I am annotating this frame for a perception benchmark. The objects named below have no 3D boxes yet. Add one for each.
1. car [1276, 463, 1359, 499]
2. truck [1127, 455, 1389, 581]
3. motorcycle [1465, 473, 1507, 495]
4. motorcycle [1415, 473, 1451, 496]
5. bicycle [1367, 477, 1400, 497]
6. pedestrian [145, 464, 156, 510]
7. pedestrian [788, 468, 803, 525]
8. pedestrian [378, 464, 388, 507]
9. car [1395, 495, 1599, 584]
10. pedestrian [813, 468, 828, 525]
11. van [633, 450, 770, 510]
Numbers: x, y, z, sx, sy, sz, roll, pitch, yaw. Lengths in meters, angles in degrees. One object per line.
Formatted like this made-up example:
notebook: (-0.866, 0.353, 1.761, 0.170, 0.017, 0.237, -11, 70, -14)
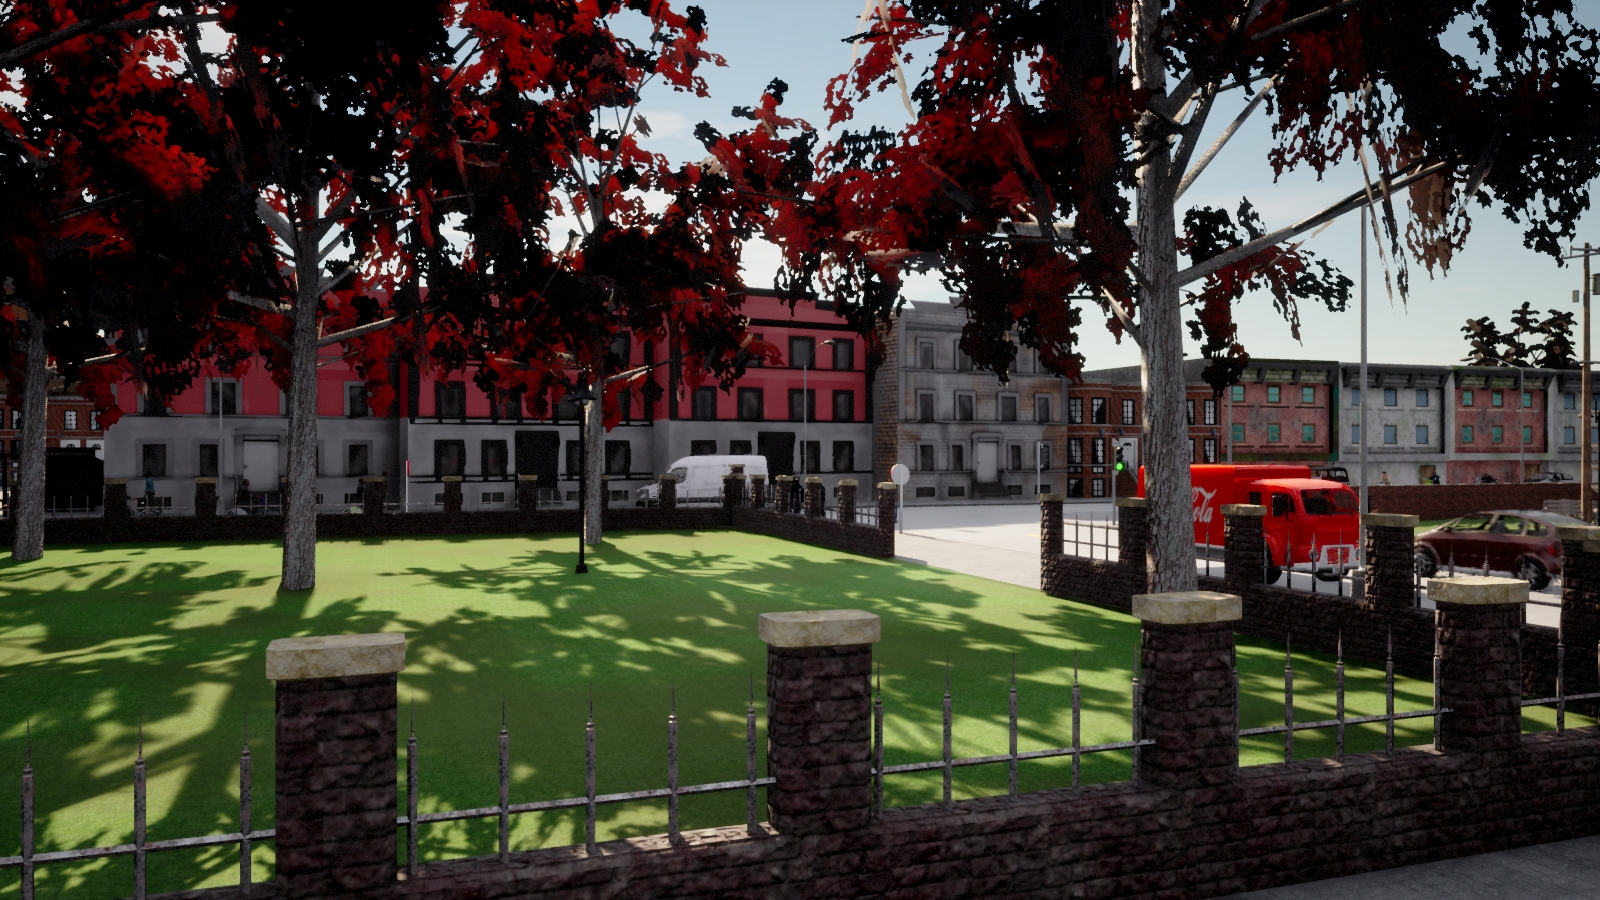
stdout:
car: (28.140, 1.638, 62.162, 3.866, 1.878, 1.905, 0, 0, -20)
truck: (9.964, 1.348, 25.442, 2.627, 2.467, 5.204, 0, 0, -20)
motorcycle: (39.853, 1.985, 66.375, 2.209, 1.251, 0.867, 0, 0, -20)
motorcycle: (36.002, 1.962, 64.979, 1.805, 1.236, 0.856, 0, 0, -20)
bicycle: (32.543, 2.036, 63.766, 1.487, 1.080, 0.859, 0, 0, -20)
pedestrian: (-26.872, 1.522, 47.286, 0.375, 1.860, 0.375, 0, 0, -27)
pedestrian: (-0.143, 1.525, 37.564, 0.375, 1.860, 0.375, 0, 0, -20)
pedestrian: (-18.076, 1.524, 49.546, 0.375, 1.860, 0.375, 0, 0, -16)
car: (14.724, 1.806, 23.987, 1.789, 1.549, 3.705, 0, 0, -20)
pedestrian: (0.668, 1.525, 37.791, 0.375, 1.860, 0.375, 0, 0, -23)
van: (-4.357, 1.314, 50.247, 5.915, 2.561, 1.988, 0, -1, -8)
